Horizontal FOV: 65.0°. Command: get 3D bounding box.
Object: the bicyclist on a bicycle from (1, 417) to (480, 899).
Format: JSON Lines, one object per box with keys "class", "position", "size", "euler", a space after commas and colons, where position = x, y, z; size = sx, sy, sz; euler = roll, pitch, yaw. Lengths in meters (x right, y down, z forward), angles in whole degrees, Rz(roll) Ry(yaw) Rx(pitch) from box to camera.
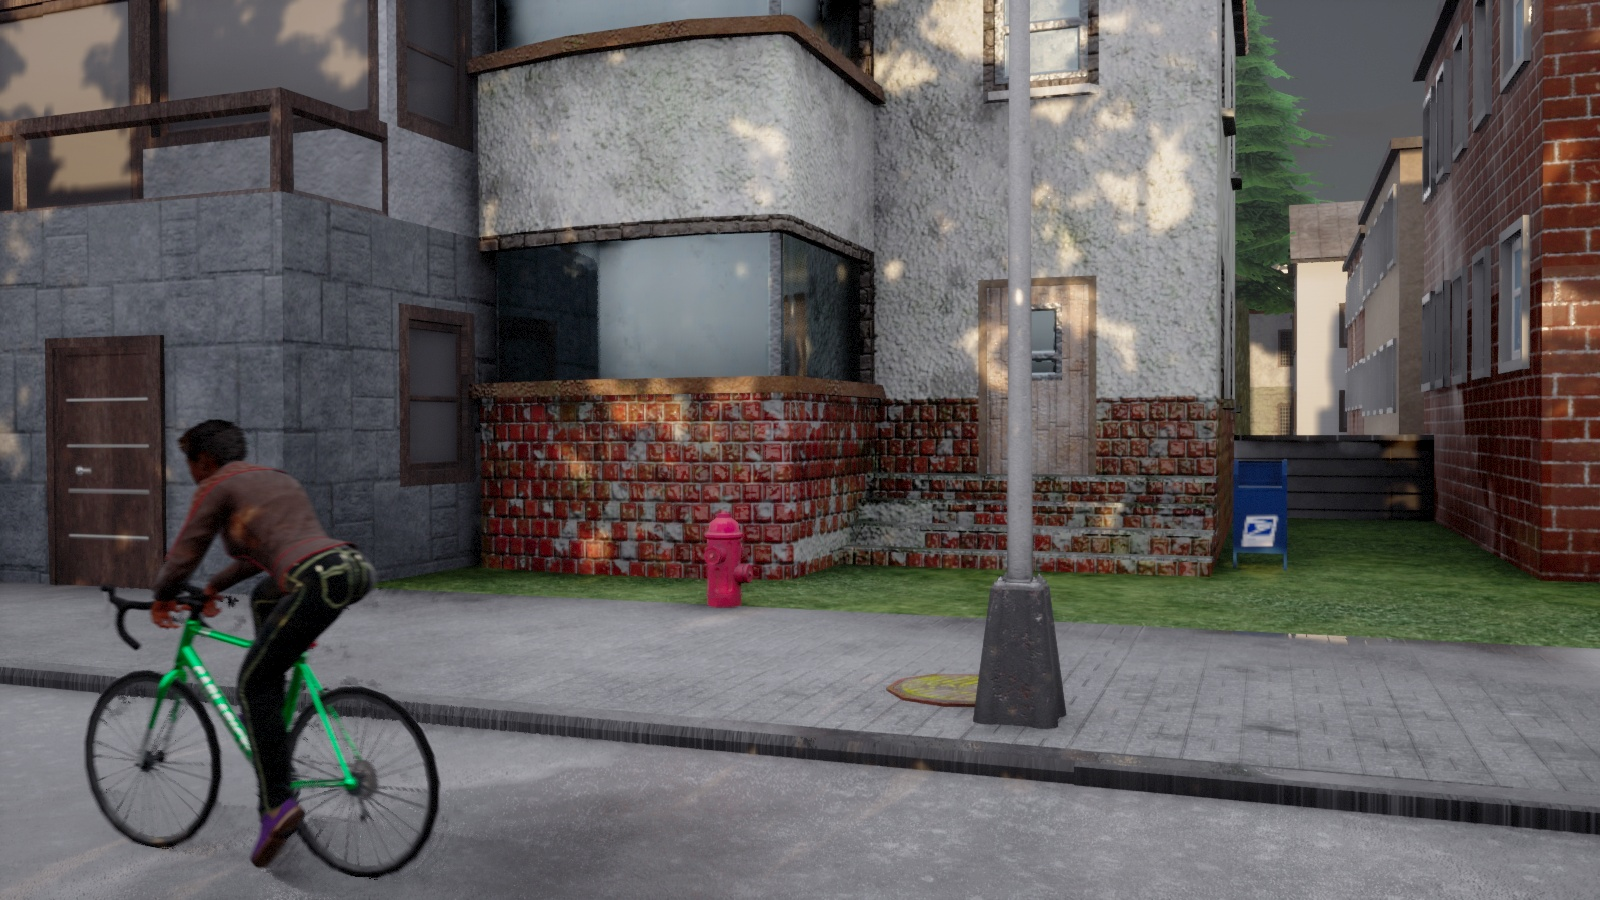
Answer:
{"class": "bicyclist on a bicycle", "position": [-2.048, 0.698, 4.597], "size": [1.656, 1.620, 0.582], "euler": [0, 1, 20]}
